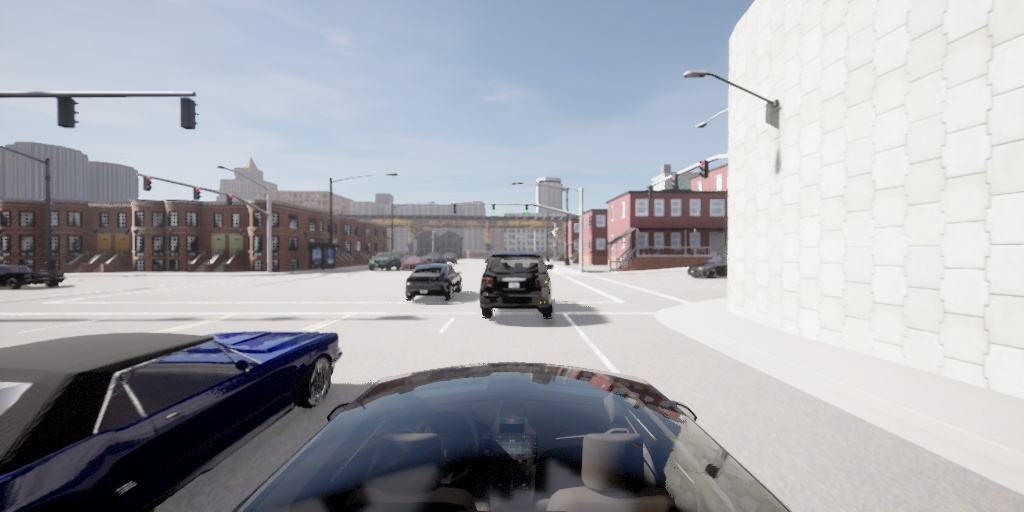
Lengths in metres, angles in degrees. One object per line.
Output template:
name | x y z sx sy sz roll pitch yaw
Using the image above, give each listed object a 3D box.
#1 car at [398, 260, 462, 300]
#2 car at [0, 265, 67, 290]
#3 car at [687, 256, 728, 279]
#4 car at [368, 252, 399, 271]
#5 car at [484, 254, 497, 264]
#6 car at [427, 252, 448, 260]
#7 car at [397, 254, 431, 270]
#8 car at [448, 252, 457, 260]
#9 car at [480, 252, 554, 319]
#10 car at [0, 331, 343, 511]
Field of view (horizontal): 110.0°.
car | -3.469 1.108 16.475 1.837 1.490 4.892 0 1 0
car | -28.256 1.163 20.040 4.718 1.301 1.895 0 1 0
car | 14.074 0.692 24.072 4.181 1.385 1.994 -5 1 0
car | -14.274 0.580 40.571 2.150 2.045 5.566 0 1 0
car | -3.689 0.487 63.035 2.097 1.767 4.553 0 1 0
car | -10.811 0.491 49.518 2.150 2.045 5.566 0 1 0
car | -10.776 0.843 39.909 1.882 1.535 5.008 0 1 0
car | -10.798 0.368 61.820 2.150 2.045 5.566 0 0 0
car | 0.281 0.864 12.542 2.150 2.045 5.566 0 1 5
car | -3.402 1.336 3.143 1.895 1.301 4.718 0 1 0
